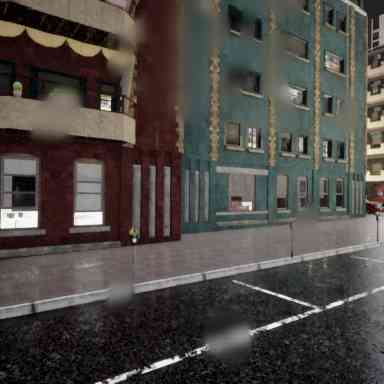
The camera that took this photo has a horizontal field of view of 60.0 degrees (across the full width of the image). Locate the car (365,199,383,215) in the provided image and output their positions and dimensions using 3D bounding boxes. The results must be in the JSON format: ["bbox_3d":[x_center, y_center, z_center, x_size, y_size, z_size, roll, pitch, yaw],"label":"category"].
[{"bbox_3d":[15.690,1.240,32.190,2.192,1.841,5.009,1,0,-36],"label":"car"}]
